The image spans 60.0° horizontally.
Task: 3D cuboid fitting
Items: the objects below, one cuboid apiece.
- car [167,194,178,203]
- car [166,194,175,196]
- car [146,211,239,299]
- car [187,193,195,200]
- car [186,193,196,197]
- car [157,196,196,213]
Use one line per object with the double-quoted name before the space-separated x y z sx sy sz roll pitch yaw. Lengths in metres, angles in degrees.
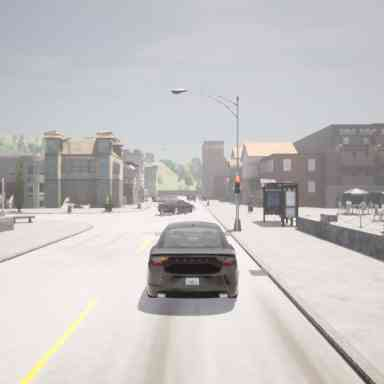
"car" -4.190 1.355 71.142 2.097 1.767 4.553 0 0 0
"car" -4.232 1.491 51.979 2.128 1.511 4.902 0 0 0
"car" 0.028 1.478 8.534 1.882 1.535 5.008 0 0 0
"car" -0.233 1.187 87.021 2.097 1.767 4.553 0 0 0
"car" -0.205 1.217 76.661 2.150 2.045 5.566 0 0 0
"car" -1.506 1.505 33.517 1.837 1.490 4.892 3 2 33
